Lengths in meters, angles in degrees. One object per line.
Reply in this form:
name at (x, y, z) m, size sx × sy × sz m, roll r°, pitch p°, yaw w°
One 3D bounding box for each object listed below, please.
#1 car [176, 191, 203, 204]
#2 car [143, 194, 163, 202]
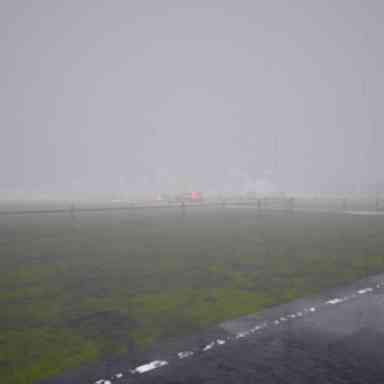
car at (-0.457, 0.928, 56.591) m, size 2.150 × 2.045 × 5.566 m, roll 1°, pitch 0°, yaw -40°
car at (-7.726, 1.180, 65.082) m, size 1.882 × 1.535 × 5.008 m, roll 1°, pitch 0°, yaw -41°
